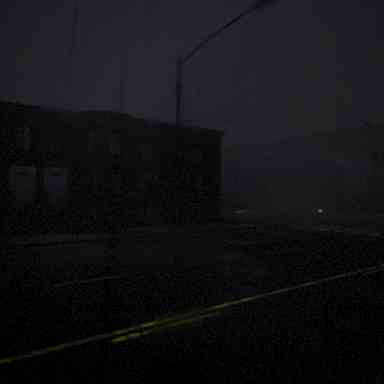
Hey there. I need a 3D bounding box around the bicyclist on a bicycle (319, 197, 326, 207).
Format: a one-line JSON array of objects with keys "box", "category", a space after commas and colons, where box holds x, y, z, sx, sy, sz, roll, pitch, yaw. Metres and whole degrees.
[{"box": [20.548, 1.566, 52.358, 1.656, 1.620, 0.582, 0, 0, -35], "category": "bicyclist on a bicycle"}]

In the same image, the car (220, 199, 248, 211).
[{"box": [5.522, 1.698, 45.043, 1.812, 1.442, 4.674, 0, 0, -35], "category": "car"}]
